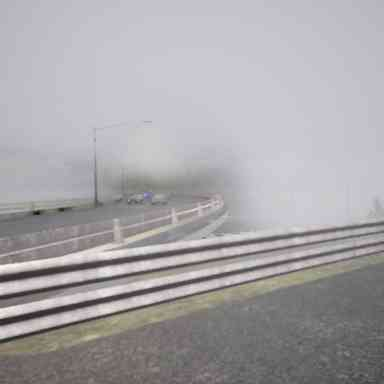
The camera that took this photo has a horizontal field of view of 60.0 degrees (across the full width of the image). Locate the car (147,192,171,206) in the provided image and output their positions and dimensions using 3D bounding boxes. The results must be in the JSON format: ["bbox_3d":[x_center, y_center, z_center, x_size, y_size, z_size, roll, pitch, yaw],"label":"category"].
[{"bbox_3d":[-4.210,1.040,44.258,2.033,1.411,5.357,-1,1,2],"label":"car"}]

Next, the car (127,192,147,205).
[{"bbox_3d":[-7.694,1.124,46.409,1.895,1.301,4.718,-1,1,1],"label":"car"}]

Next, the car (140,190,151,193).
[{"bbox_3d":[-7.896,0.617,56.426,2.150,2.045,5.566,-1,1,-6],"label":"car"}]

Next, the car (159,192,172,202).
[{"bbox_3d":[-4.515,0.815,57.454,2.128,1.511,4.902,-1,1,-5],"label":"car"}]
